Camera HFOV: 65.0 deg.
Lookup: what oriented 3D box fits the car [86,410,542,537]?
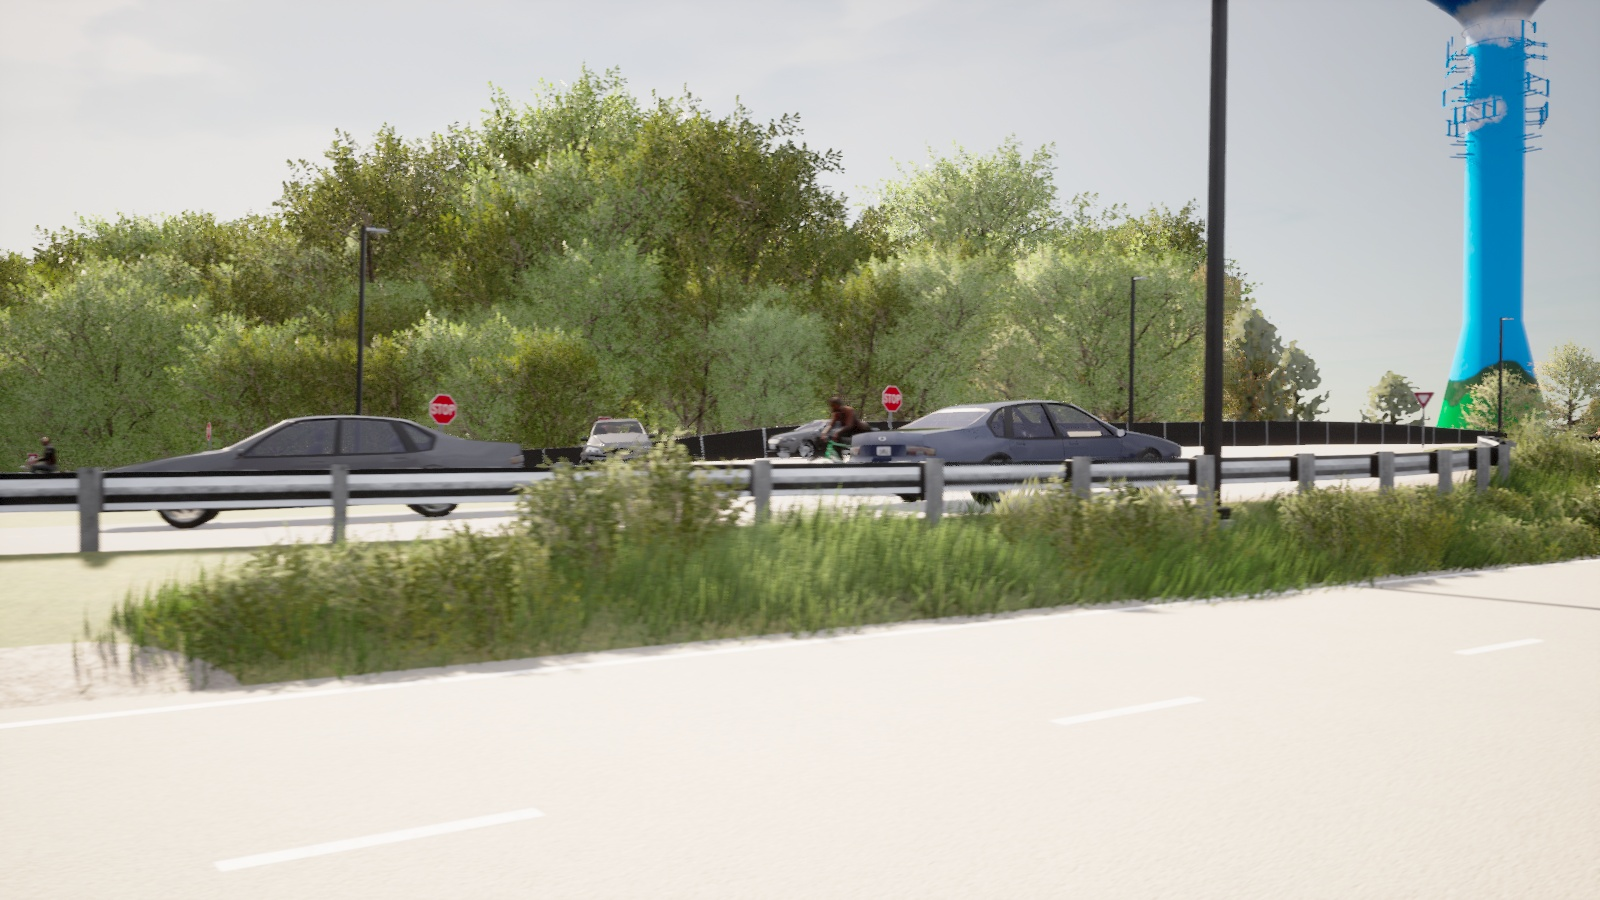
[{"bbox_3d":[-6.356,0.271,16.887,5.357,1.411,2.033,-2,0,-21],"label":"car"}]

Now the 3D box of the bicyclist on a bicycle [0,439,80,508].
[{"bbox_3d":[-20.660,0.627,34.053,1.843,1.776,0.659,-3,1,-34],"label":"bicyclist on a bicycle"}]

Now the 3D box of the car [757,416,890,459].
[{"bbox_3d":[0.949,-0.502,49.669,4.902,1.511,2.128,-2,1,-34],"label":"car"}]

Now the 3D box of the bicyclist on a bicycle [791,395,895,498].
[{"bbox_3d":[0.723,-0.072,20.702,1.656,1.620,0.582,-3,1,-37],"label":"bicyclist on a bicycle"}]

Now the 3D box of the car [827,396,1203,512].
[{"bbox_3d":[3.148,-0.013,17.733,5.357,1.411,2.033,-2,1,-36],"label":"car"}]

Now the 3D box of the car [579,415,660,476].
[{"bbox_3d":[-5.533,-0.168,38.424,2.242,1.667,4.611,-3,1,-9],"label":"car"}]
